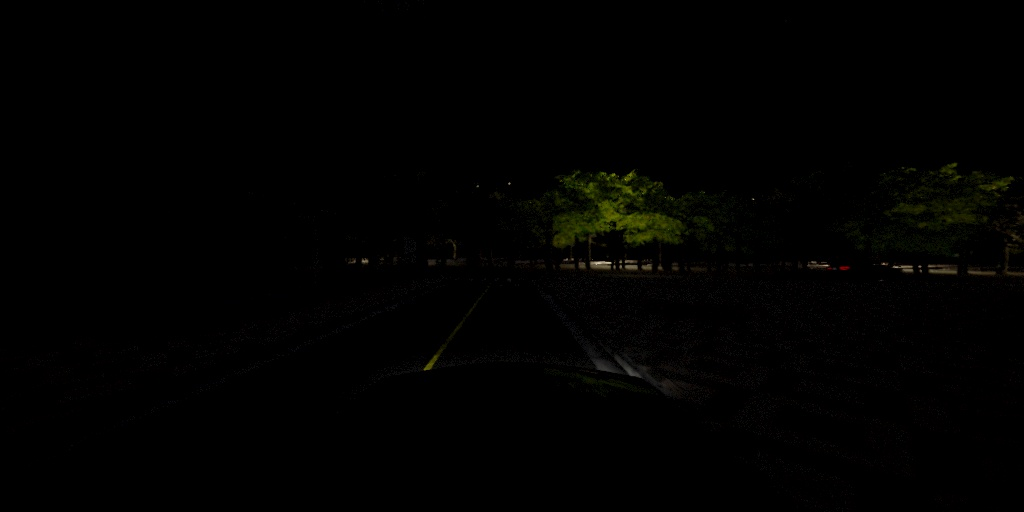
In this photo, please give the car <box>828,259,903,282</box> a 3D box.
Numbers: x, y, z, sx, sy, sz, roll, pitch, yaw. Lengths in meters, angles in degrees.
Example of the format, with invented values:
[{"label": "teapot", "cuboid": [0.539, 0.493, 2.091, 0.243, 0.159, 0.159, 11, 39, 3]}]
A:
[{"label": "car", "cuboid": [33.237, 1.336, 33.862, 5.566, 2.045, 2.150, 1, 0, 3]}]
